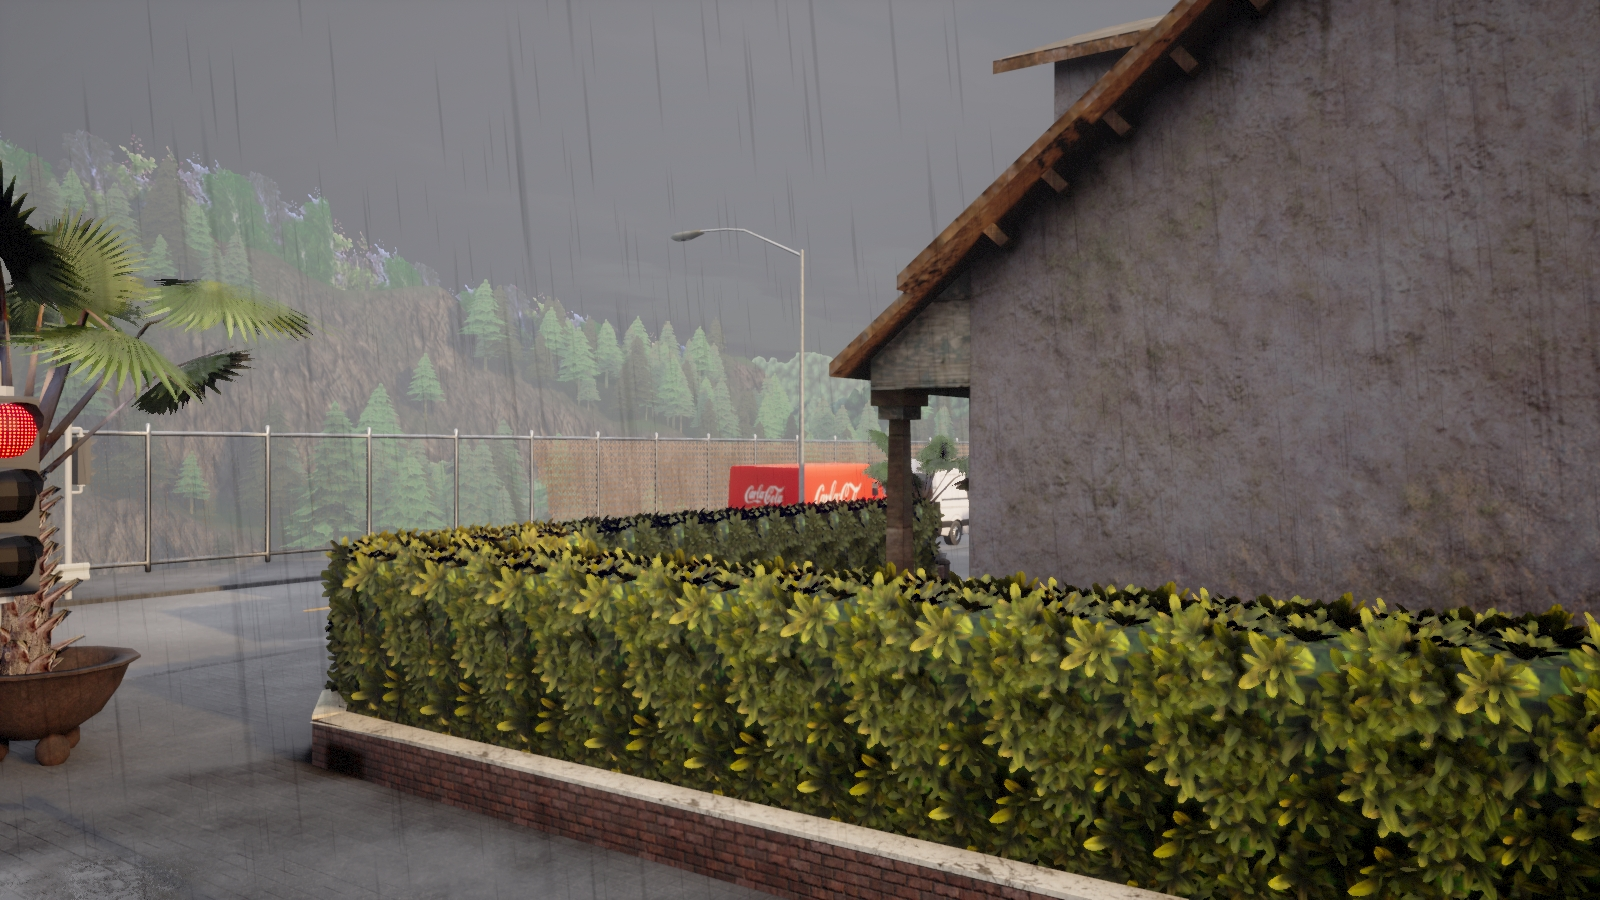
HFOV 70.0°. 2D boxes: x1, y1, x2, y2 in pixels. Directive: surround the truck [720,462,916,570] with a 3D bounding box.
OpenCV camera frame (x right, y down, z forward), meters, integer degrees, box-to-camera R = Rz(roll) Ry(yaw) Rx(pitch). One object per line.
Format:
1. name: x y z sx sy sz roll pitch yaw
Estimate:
1. truck: 0.584 1.568 29.600 2.627 2.467 5.204 0 0 35
